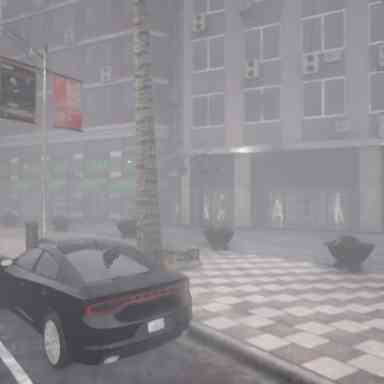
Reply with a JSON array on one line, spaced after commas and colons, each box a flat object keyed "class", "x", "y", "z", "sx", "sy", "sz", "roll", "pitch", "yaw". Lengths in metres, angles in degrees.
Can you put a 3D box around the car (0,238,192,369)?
[{"class": "car", "x": -2.146, "y": 1.579, "z": 6.068, "sx": 1.882, "sy": 1.535, "sz": 5.008, "roll": 1, "pitch": -1, "yaw": -43}]
